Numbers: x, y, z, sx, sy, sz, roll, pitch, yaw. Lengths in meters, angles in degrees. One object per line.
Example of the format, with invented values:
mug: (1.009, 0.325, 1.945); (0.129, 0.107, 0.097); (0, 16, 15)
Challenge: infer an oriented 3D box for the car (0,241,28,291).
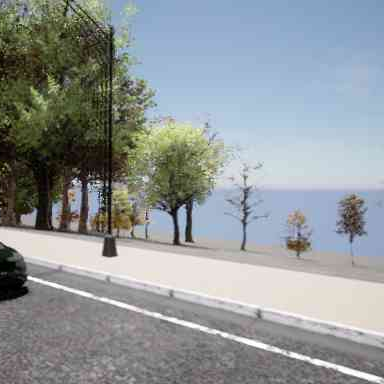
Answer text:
car: (-5.668, 1.519, 7.711); (4.181, 1.385, 1.994); (0, 0, 36)
